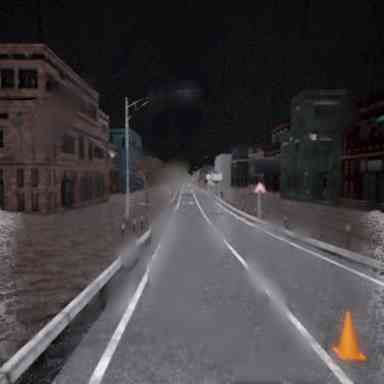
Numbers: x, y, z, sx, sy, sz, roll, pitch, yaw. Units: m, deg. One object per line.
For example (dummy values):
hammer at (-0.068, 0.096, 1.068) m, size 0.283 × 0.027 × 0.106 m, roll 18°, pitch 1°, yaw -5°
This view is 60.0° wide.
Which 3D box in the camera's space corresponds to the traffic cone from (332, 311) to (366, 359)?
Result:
traffic cone at (2.195, 1.977, 4.674) m, size 0.340 × 0.580 × 0.340 m, roll 0°, pitch 0°, yaw 1°

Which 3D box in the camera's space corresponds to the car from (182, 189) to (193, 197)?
car at (-0.924, 0.156, 68.740) m, size 1.837 × 1.490 × 4.892 m, roll 0°, pitch 2°, yaw -1°
